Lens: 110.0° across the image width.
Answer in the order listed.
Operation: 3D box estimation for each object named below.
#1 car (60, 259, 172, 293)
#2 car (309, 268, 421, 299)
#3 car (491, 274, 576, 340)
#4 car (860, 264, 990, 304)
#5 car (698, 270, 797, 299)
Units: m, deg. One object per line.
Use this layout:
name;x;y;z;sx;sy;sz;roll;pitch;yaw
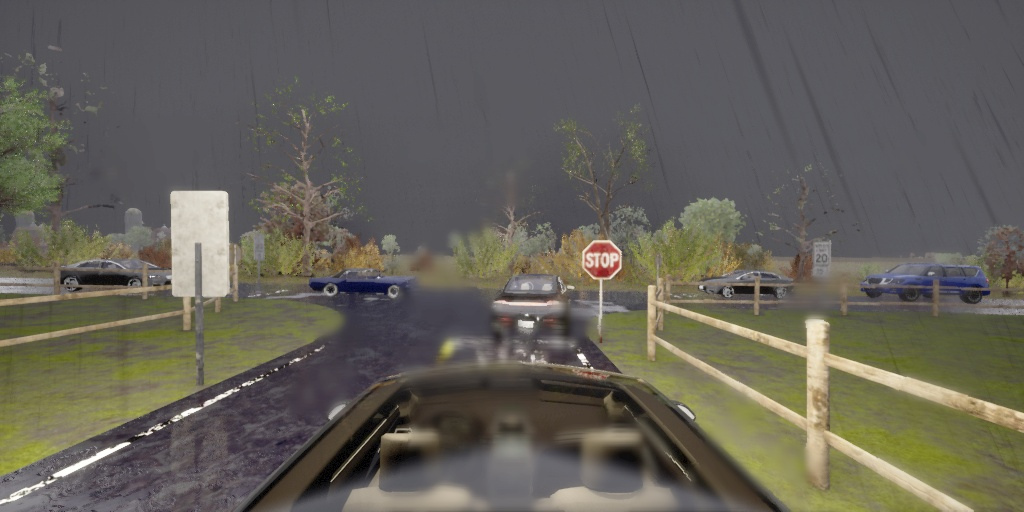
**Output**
car;-18.491;0.885;17.062;4.902;1.511;2.128;1;1;0
car;-6.823;1.248;17.047;4.718;1.301;1.895;1;1;0
car;0.706;1.240;10.016;2.128;1.511;4.902;0;0;9
car;22.898;1.466;19.965;5.566;2.045;2.150;1;1;0
car;13.003;1.525;19.975;4.902;1.511;2.128;1;1;0
